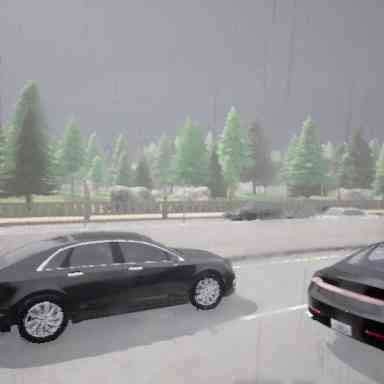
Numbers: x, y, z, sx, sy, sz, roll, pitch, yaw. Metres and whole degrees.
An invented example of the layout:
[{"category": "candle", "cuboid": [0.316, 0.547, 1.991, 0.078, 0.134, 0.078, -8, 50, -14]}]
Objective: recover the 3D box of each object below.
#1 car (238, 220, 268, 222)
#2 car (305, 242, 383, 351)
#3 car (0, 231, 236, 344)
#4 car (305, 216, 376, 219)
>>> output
[{"category": "car", "cuboid": [4.641, 1.441, 24.782, 4.553, 1.767, 2.097, 0, 0, -21]}, {"category": "car", "cuboid": [4.073, 1.516, 5.305, 4.902, 1.511, 2.128, 0, 0, -26]}, {"category": "car", "cuboid": [-1.425, 1.523, 6.406, 4.892, 1.490, 1.837, 0, 0, -29]}, {"category": "car", "cuboid": [8.273, 1.602, 18.703, 4.674, 1.442, 1.812, 0, 0, -20]}]
